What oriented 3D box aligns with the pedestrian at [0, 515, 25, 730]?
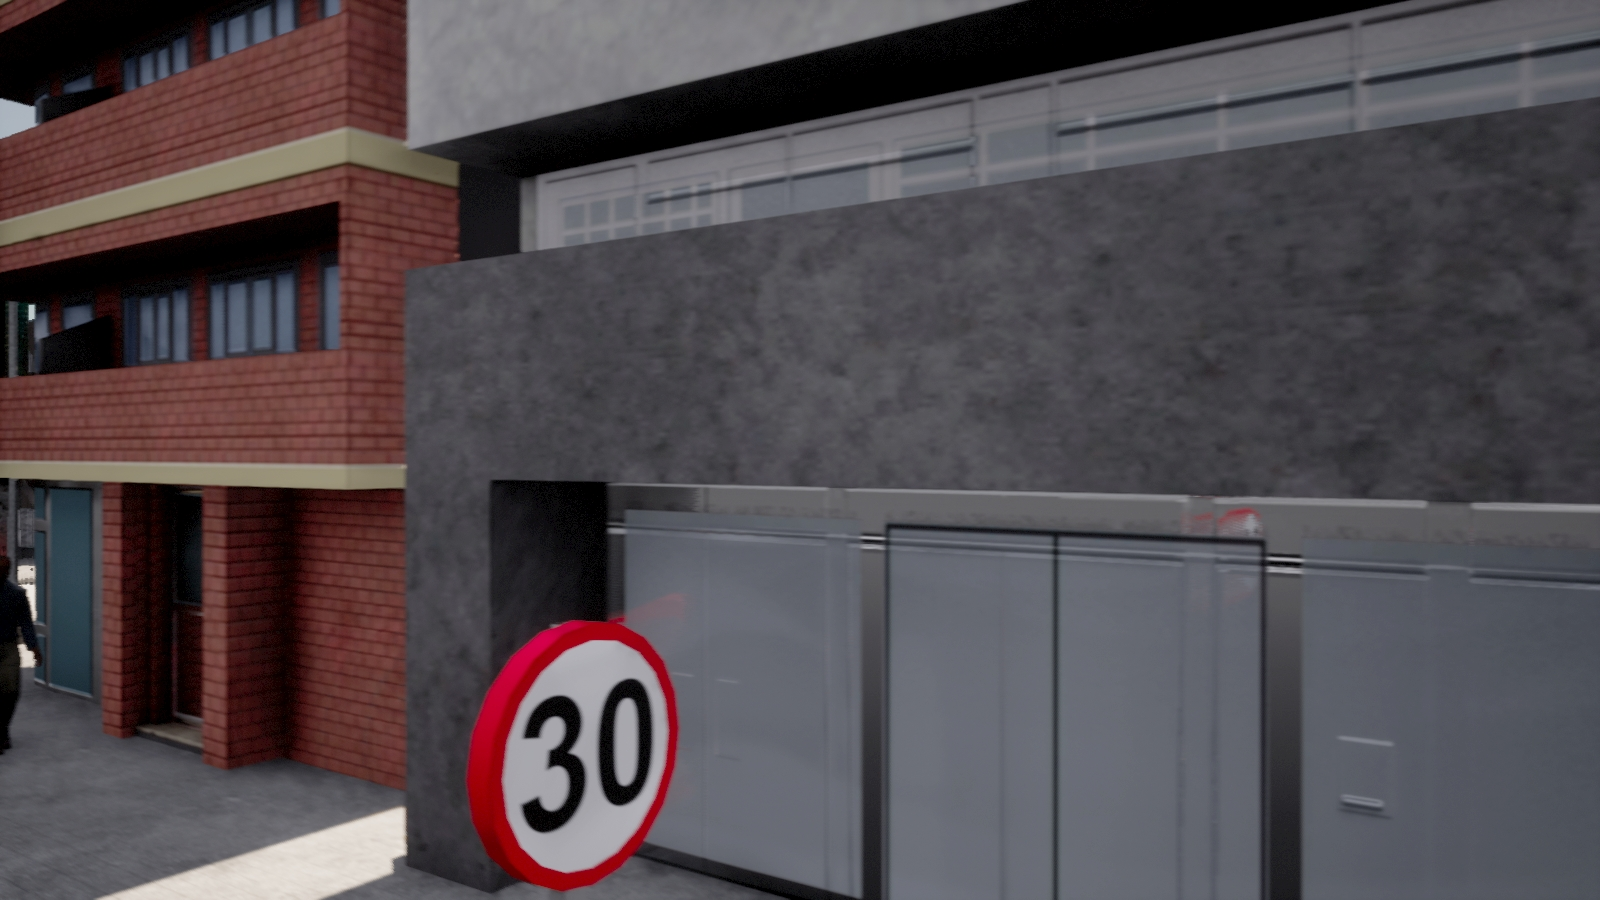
[{"bbox_3d":[-7.159,1.524,10.157,0.375,1.860,0.375,0,0,45],"label":"pedestrian"}]
